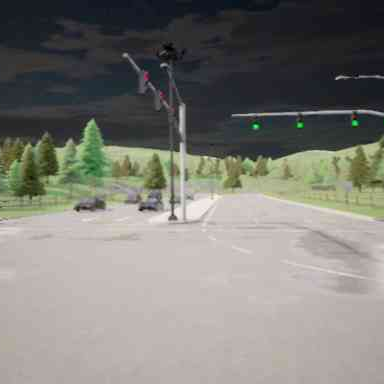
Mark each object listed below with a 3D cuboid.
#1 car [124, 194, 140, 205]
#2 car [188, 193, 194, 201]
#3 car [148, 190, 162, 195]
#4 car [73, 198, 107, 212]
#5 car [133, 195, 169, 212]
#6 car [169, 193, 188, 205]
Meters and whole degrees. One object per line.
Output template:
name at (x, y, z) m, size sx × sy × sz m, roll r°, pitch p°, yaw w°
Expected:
car at (-9.311, 1.065, 52.964) m, size 2.097 × 1.767 × 4.553 m, roll -1°, pitch 1°, yaw 6°
car at (-0.620, 0.996, 67.318) m, size 1.812 × 1.442 × 4.674 m, roll -1°, pitch 1°, yaw 7°
car at (-7.523, 0.649, 68.565) m, size 2.150 × 2.045 × 5.566 m, roll -1°, pitch 0°, yaw 7°
car at (-11.066, 1.407, 36.587) m, size 2.033 × 1.411 × 5.357 m, roll -1°, pitch 0°, yaw 6°
car at (-4.189, 1.332, 35.073) m, size 2.033 × 1.411 × 5.357 m, roll -1°, pitch 0°, yaw 6°
car at (-2.422, 1.130, 51.583) m, size 2.128 × 1.511 × 4.902 m, roll -1°, pitch 0°, yaw 6°
